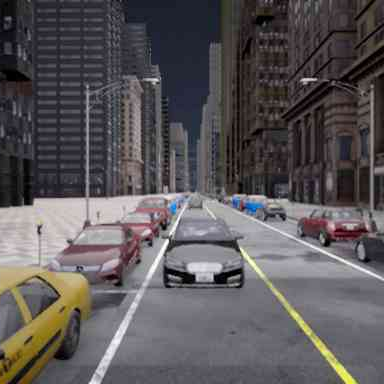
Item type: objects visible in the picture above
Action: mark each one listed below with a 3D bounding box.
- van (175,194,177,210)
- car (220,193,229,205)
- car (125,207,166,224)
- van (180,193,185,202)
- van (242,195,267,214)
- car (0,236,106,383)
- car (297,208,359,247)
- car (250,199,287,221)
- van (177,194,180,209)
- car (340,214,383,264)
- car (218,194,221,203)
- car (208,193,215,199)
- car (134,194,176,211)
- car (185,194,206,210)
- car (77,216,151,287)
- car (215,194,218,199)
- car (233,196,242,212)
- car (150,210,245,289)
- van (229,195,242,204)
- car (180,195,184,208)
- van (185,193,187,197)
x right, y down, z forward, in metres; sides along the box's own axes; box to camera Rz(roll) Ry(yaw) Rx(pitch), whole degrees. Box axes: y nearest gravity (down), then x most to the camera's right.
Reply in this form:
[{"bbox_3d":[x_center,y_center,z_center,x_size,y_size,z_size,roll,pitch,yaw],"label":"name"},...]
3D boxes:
[{"bbox_3d":[-2.360,1.274,26.188,1.690,1.788,3.998,0,0,0],"label":"van"},{"bbox_3d":[6.217,1.309,54.569,1.967,1.590,4.097,0,0,0],"label":"car"},{"bbox_3d":[-2.380,1.543,14.833,1.802,1.307,4.206,0,0,0],"label":"car"},{"bbox_3d":[-2.318,1.221,48.898,1.690,1.788,3.998,0,0,0],"label":"van"},{"bbox_3d":[6.176,1.261,31.859,1.690,1.788,3.998,0,0,0],"label":"van"},{"bbox_3d":[-2.401,1.516,3.308,1.752,1.417,4.829,0,0,0],"label":"car"},{"bbox_3d":[6.145,1.402,14.825,1.967,1.590,4.097,0,0,0],"label":"car"},{"bbox_3d":[6.166,1.484,26.182,2.008,1.369,4.403,0,0,0],"label":"car"},{"bbox_3d":[-2.349,1.260,31.865,1.690,1.788,3.998,0,0,0],"label":"van"},{"bbox_3d":[6.134,1.527,9.148,2.008,1.369,4.403,0,0,0],"label":"car"},{"bbox_3d":[6.228,1.438,60.247,1.802,1.307,4.206,0,0,0],"label":"car"},{"bbox_3d":[6.288,1.342,92.898,2.008,1.369,4.403,0,0,0],"label":"car"},{"bbox_3d":[-2.370,1.262,20.510,2.192,1.841,5.009,0,0,0],"label":"car"},{"bbox_3d":[0.432,1.402,41.107,1.837,1.490,4.892,0,0,0],"label":"car"},{"bbox_3d":[-2.391,1.558,9.156,1.802,1.307,4.206,0,0,0],"label":"car"},{"bbox_3d":[6.238,1.160,65.924,2.192,1.841,5.009,0,0,0],"label":"car"},{"bbox_3d":[6.186,1.451,37.537,1.887,1.381,4.507,0,0,0],"label":"car"},{"bbox_3d":[0.278,1.467,9.200,2.128,1.511,4.902,0,0,1],"label":"car"},{"bbox_3d":[6.196,1.234,43.214,1.690,1.788,3.998,0,0,0],"label":"van"},{"bbox_3d":[-2.328,1.475,43.220,1.802,1.307,4.206,0,0,0],"label":"car"},{"bbox_3d":[-2.297,1.197,60.252,1.690,1.788,3.998,0,0,0],"label":"van"}]
